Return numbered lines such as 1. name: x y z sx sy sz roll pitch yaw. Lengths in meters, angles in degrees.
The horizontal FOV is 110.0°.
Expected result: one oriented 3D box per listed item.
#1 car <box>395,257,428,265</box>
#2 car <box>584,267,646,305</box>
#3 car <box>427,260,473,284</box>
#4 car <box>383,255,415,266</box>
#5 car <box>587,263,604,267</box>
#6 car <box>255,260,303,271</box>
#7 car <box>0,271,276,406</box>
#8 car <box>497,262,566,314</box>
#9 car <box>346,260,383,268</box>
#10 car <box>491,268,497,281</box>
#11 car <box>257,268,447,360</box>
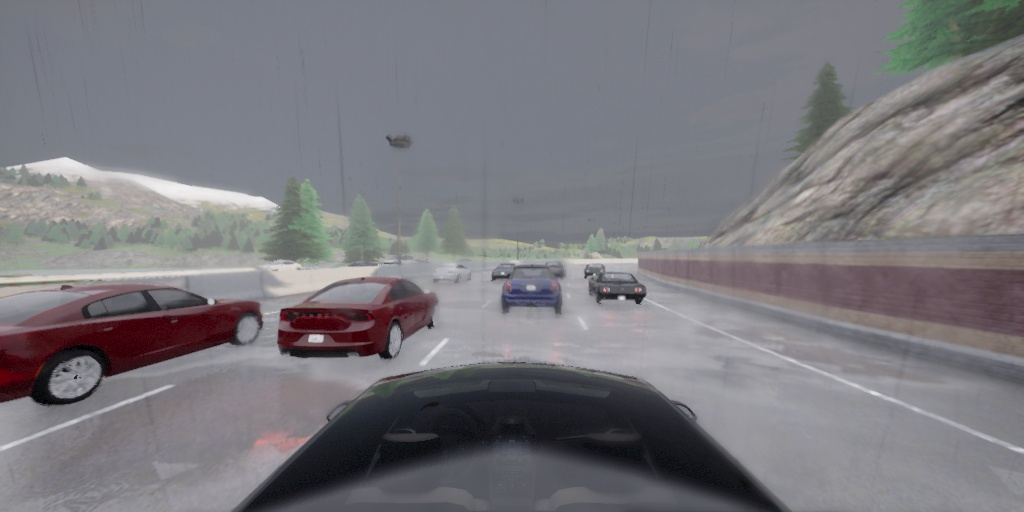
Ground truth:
1. car: -11.458 1.172 43.208 2.128 1.511 4.902 0 0 16
2. car: 4.560 1.352 16.240 1.895 1.301 4.718 0 0 7
3. car: -4.408 1.241 26.779 1.812 1.442 4.674 0 0 10
4. car: -14.333 0.893 45.866 2.150 2.045 5.566 0 0 17
5. car: 7.825 1.347 33.590 1.895 1.301 4.718 0 0 14
6. car: -23.901 1.173 36.994 1.812 1.442 4.674 0 0 13
7. car: -6.726 1.203 6.260 1.882 1.535 5.008 0 0 2
8. car: 0.841 1.094 14.056 2.097 1.767 4.553 0 0 5
9. car: -18.435 1.222 44.211 1.994 1.385 4.181 0 0 16
10. car: -0.317 1.289 29.407 1.994 1.385 4.181 0 0 11
11. car: -3.111 1.212 8.399 1.882 1.535 5.008 0 0 3
